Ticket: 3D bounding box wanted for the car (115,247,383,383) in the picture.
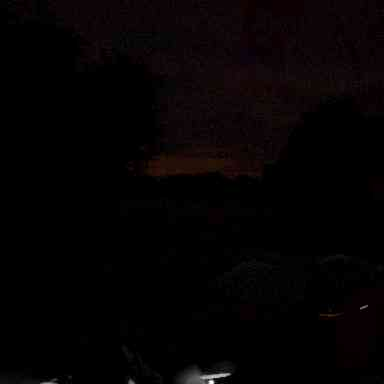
[{"bbox_3d":[1.308,1.548,4.494,4.674,1.442,1.812,0,0,-37],"label":"car"}]
